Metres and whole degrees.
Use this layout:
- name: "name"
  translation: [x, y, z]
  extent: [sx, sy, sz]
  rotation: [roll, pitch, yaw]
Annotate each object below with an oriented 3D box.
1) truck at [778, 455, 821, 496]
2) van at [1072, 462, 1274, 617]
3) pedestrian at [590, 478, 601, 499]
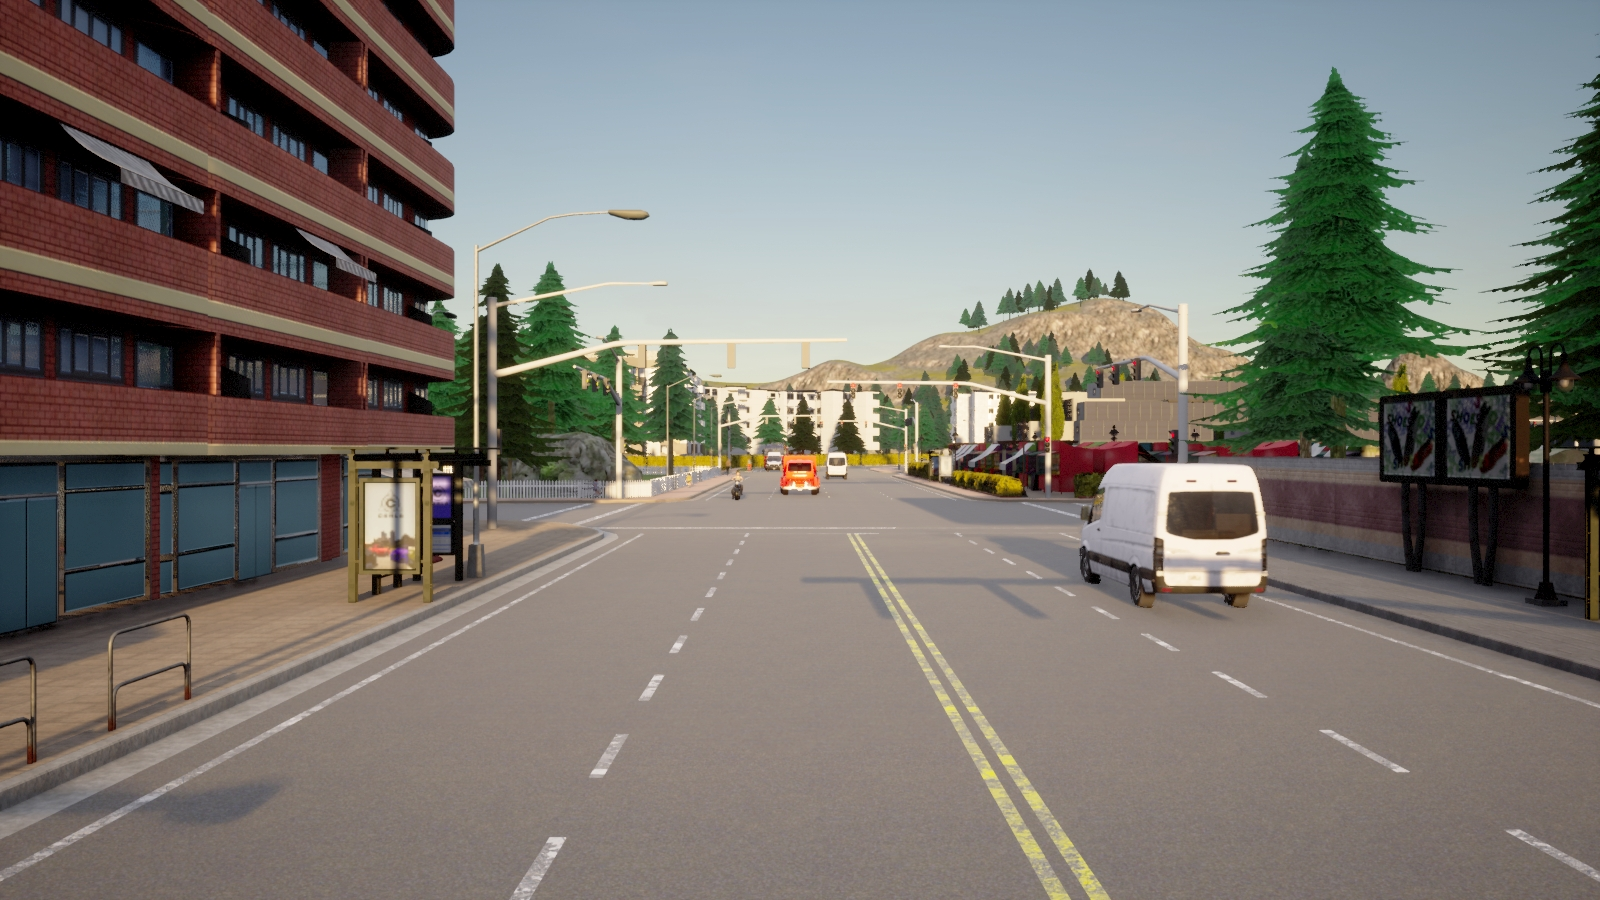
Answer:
- name: "truck"
  translation: [-0.006, 1.572, 72.542]
  extent: [2.627, 2.467, 5.204]
  rotation: [0, 0, 0]
- name: "van"
  translation: [7.004, 1.535, 22.247]
  extent: [1.988, 2.561, 5.915]
  rotation: [0, 0, 0]
- name: "pedestrian"
  translation: [-10.874, 2.024, 60.740]
  extent: [0.500, 1.100, 0.500]
  rotation: [0, 0, -23]
